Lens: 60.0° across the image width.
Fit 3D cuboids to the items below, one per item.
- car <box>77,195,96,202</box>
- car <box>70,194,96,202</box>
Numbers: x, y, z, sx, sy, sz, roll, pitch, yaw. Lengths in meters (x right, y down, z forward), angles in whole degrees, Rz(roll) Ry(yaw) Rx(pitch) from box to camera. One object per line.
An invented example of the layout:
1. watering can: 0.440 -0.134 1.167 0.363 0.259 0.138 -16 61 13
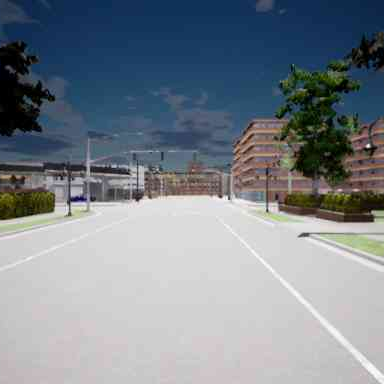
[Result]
1. car: -24.029 1.427 75.925 3.806 1.475 1.970 0 0 1
2. car: -23.312 1.266 70.175 4.611 1.667 2.242 0 0 1
